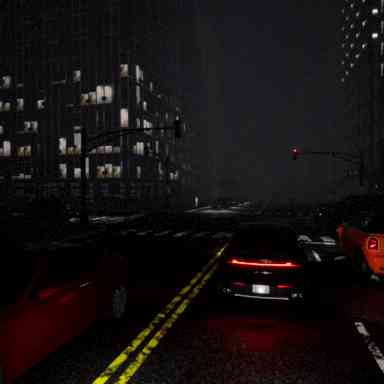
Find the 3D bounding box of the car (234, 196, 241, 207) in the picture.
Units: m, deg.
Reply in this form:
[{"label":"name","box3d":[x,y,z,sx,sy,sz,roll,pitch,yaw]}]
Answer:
[{"label":"car","box3d":[6.132,1.471,51.846,1.837,1.490,4.892,0,0,14]}]

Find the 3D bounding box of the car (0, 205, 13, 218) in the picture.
[{"label":"car","box3d":[-16.809,1.434,27.175,4.313,1.339,1.947,1,1,15]}]

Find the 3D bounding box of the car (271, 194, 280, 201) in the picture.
[{"label":"car","box3d":[20.215,1.236,80.349,1.882,1.535,5.008,0,0,14]}]

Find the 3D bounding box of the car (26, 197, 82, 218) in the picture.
[{"label":"car","box3d":[-11.808,1.216,28.622,4.553,1.767,2.097,1,1,15]}]

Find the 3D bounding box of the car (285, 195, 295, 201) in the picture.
[{"label":"car","box3d":[23.364,1.465,79.544,2.033,1.411,5.357,0,0,14]}]

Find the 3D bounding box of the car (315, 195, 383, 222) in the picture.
[{"label":"car","box3d":[12.360,1.250,25.324,5.566,2.045,2.150,1,1,15]}]

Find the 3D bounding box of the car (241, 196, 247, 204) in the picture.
[{"label":"car","box3d":[8.455,1.482,60.844,1.812,1.442,4.674,0,0,15]}]

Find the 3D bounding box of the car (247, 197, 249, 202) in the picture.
[{"label":"car","box3d":[10.993,1.497,70.504,1.994,1.385,4.181,0,0,14]}]

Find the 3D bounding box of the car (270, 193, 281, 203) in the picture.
[{"label":"car","box3d":[17.647,1.158,70.284,2.150,2.045,5.566,0,0,14]}]

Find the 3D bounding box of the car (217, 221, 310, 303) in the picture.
[{"label":"car","box3d":[1.839,1.501,8.342,1.837,1.490,4.892,0,0,14]}]

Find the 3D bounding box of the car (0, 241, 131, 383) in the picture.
[{"label":"car","box3d":[-2.469,1.524,4.814,1.812,1.442,4.674,0,0,15]}]

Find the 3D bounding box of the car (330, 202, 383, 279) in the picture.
[{"label":"car","box3d":[5.707,1.347,9.950,2.097,1.767,4.553,0,0,14]}]

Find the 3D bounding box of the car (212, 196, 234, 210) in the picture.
[{"label":"car","box3d":[3.843,1.501,42.864,1.812,1.442,4.674,0,0,14]}]

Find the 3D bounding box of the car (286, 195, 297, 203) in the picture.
[{"label":"car","box3d":[20.816,1.464,69.539,2.128,1.511,4.902,0,0,14]}]
